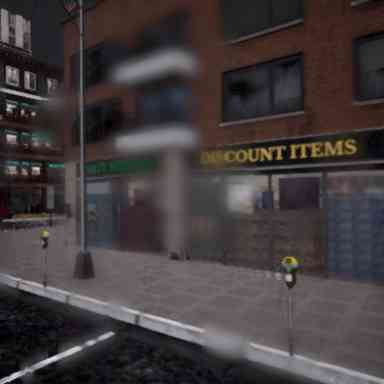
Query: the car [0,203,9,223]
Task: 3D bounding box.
[{"bbox_3d":[-19.128,1.937,29.763,2.192,1.841,5.009,-2,-2,35],"label":"car"}]
